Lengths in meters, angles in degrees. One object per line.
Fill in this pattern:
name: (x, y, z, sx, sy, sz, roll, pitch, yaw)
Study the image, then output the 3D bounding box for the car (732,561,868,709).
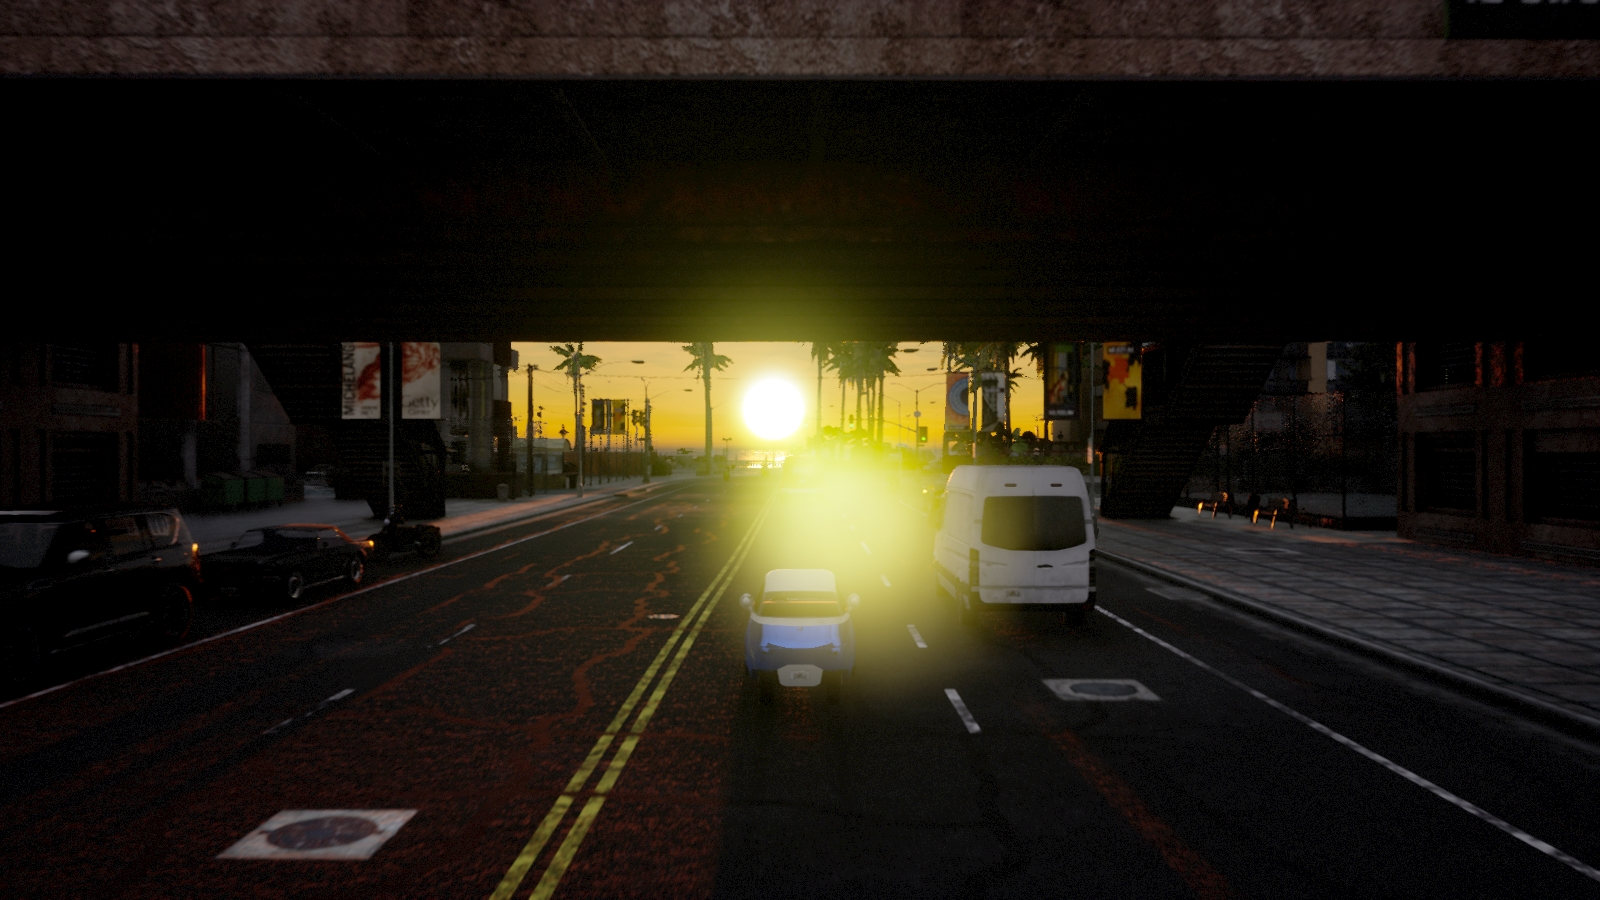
car: (0.003, 2.119, 13.508, 1.481, 1.376, 2.207, 0, 0, 0)

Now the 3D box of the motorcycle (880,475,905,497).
motorcycle: (5.681, 2.201, 70.300, 0.867, 1.251, 2.209, 1, 0, 23)

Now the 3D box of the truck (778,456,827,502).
truck: (0.153, 1.565, 63.846, 2.627, 2.467, 5.204, 0, 0, 0)

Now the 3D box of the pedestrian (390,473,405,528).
pedestrian: (-13.618, 1.696, 38.664, 0.375, 1.860, 0.375, 0, 0, 6)

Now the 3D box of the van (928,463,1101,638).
van: (3.543, 1.533, 20.085, 1.988, 2.561, 5.915, 0, 0, 0)
